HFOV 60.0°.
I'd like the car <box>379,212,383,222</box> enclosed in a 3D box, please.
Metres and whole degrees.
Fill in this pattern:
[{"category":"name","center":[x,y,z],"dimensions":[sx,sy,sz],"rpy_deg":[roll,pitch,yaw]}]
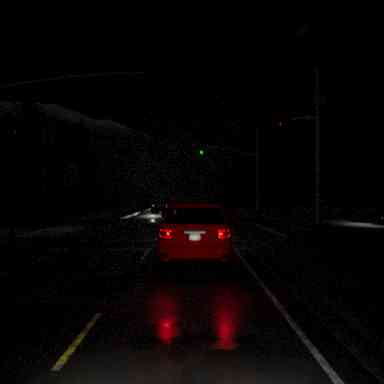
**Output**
[{"category":"car","center":[16.550,1.691,24.773],"dimensions":[4.892,1.490,1.837],"rpy_deg":[0,0,-2]}]

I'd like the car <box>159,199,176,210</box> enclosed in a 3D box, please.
[{"category":"car","center":[-3.591,1.829,48.896],"dimensions":[2.128,1.511,4.902],"rpy_deg":[0,0,0]}]

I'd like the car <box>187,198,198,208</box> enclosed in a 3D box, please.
[{"category":"car","center":[0.094,1.908,58.592],"dimensions":[1.837,1.490,4.892],"rpy_deg":[0,0,0]}]

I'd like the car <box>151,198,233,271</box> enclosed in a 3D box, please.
[{"category":"car","center":[0.088,1.300,11.368],"dimensions":[2.150,2.045,5.566],"rpy_deg":[0,-1,0]}]

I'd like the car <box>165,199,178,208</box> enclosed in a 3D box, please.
[{"category":"car","center":[-3.557,1.969,58.781],"dimensions":[1.994,1.385,4.181],"rpy_deg":[0,0,0]}]

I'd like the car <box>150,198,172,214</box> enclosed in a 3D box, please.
[{"category":"car","center":[-3.595,1.624,39.402],"dimensions":[2.097,1.767,4.553],"rpy_deg":[0,0,0]}]
